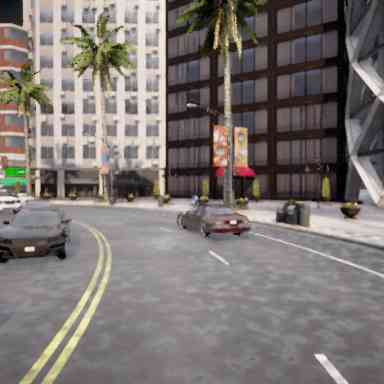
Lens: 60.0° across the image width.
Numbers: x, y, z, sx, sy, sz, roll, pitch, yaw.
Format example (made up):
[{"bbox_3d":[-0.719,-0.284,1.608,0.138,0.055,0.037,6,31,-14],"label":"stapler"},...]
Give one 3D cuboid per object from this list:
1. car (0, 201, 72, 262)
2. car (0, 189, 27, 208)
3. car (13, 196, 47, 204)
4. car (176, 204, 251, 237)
[{"bbox_3d":[-5.326,1.294,11.701,1.882,1.535,5.008,0,1,-18],"label":"car"},{"bbox_3d":[-16.748,0.781,28.522,5.566,2.045,2.150,1,1,39],"label":"car"},{"bbox_3d":[-9.681,1.202,20.780,1.812,1.442,4.674,-1,1,-35],"label":"car"},{"bbox_3d":[0.844,1.283,16.335,2.033,1.411,5.357,0,1,-21],"label":"car"}]
